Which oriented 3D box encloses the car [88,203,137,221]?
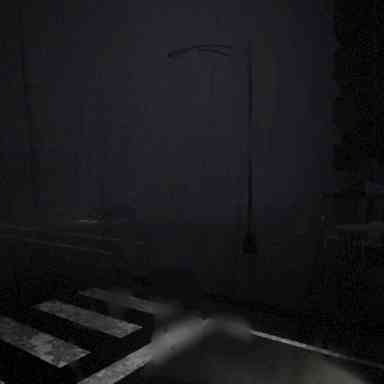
[{"bbox_3d":[-6.723,1.619,28.453,1.994,1.385,4.181,0,0,36],"label":"car"}]
